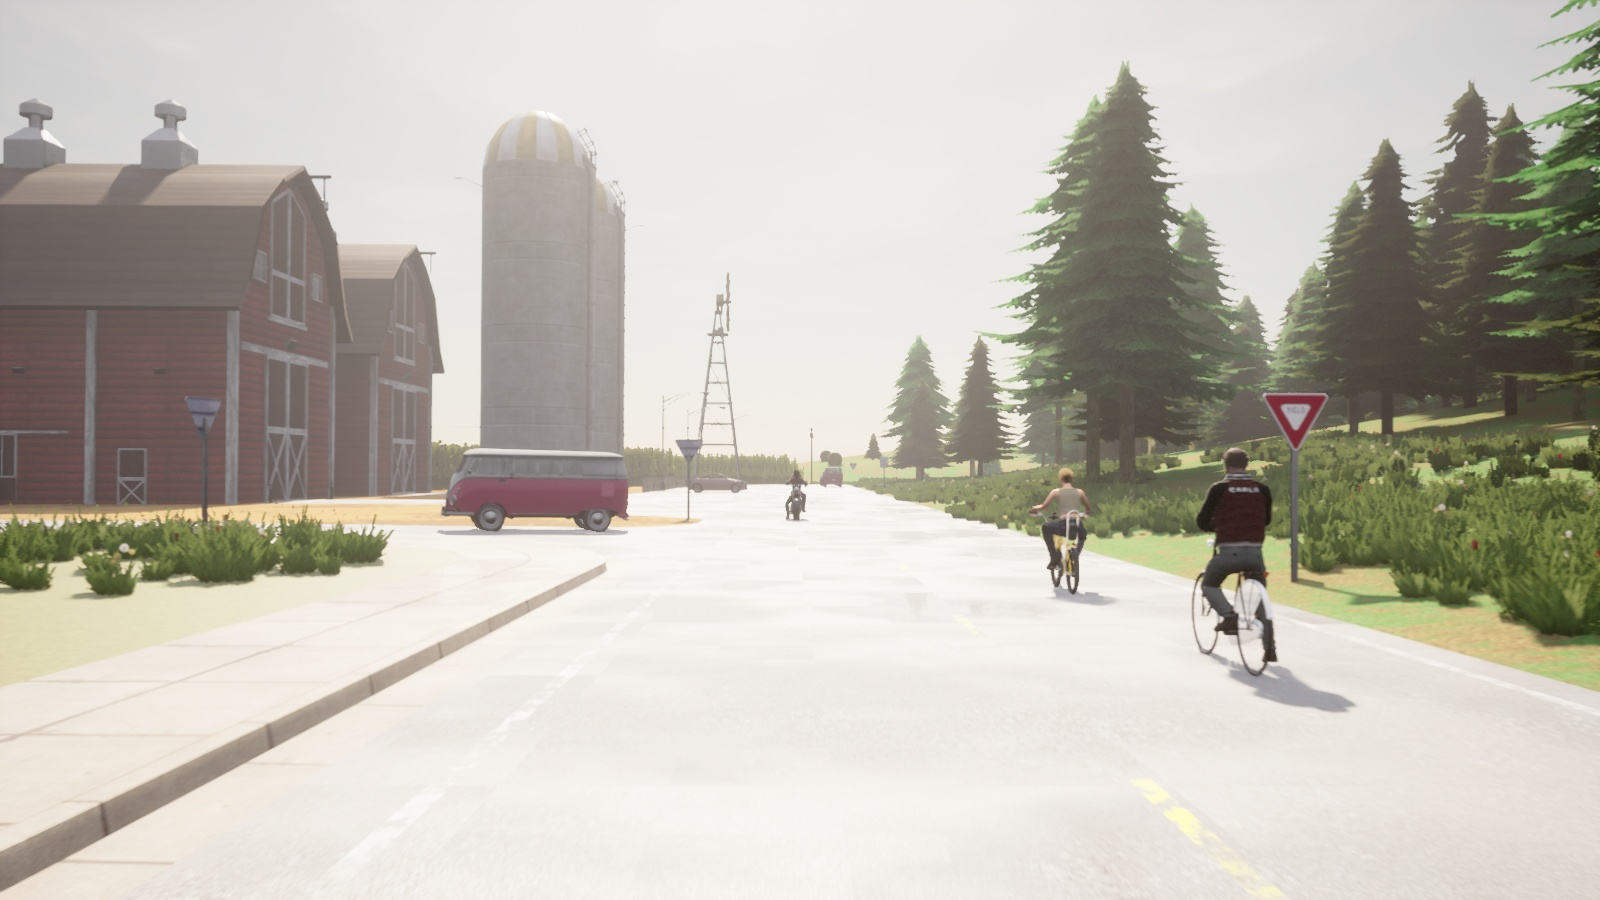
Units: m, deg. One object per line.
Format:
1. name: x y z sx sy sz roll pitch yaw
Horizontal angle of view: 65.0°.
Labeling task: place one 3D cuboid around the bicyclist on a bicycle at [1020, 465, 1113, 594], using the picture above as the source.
1. bicyclist on a bicycle: 3.469 1.014 16.493 0.866 1.612 1.509 0 -1 -1

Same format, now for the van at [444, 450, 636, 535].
1. van: -6.421 1.038 30.975 4.442 1.987 1.775 1 -1 -19

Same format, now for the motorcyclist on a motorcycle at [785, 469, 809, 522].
1. motorcyclist on a motorcycle: -0.098 1.441 40.367 0.766 1.649 2.350 0 -1 0

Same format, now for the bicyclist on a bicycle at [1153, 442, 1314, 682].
1. bicyclist on a bicycle: 3.475 0.843 10.233 0.659 1.776 1.843 0 -1 0
